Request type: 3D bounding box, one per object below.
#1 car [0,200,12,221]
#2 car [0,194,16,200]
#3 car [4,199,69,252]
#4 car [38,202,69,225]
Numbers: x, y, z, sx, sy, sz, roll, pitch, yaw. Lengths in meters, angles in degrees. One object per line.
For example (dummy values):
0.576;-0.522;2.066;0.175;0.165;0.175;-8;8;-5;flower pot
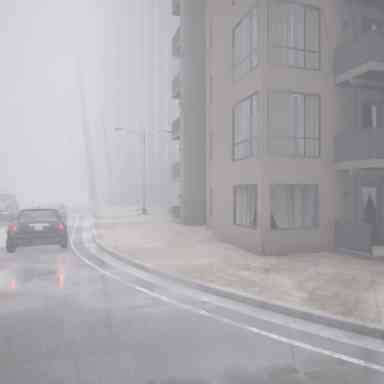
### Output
-13.702;1.535;24.038;1.812;1.442;4.674;0;0;-19;car
-21.202;1.239;36.511;5.566;2.045;2.150;0;0;39;car
-6.565;1.361;14.286;2.097;1.767;4.553;0;0;-24;car
-10.423;1.535;25.266;1.812;1.442;4.674;0;0;-18;car
